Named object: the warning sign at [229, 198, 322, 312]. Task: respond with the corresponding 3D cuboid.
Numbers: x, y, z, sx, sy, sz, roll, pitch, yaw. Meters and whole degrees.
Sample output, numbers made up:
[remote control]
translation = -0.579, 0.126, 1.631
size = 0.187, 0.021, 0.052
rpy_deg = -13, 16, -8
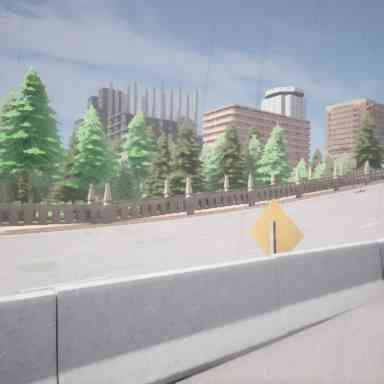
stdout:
[warning sign]
translation = 1.540, 1.064, 6.297
size = 1.060, 1.860, 1.300
rpy_deg = 1, -2, -35
